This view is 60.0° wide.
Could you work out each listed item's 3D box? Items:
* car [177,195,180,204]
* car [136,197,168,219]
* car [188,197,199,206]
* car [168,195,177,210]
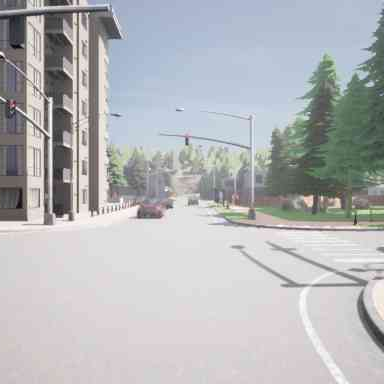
[{"bbox_3d":[-3.287,1.284,60.451,1.882,1.535,5.008,0,0,0],"label":"car"},{"bbox_3d":[-3.499,1.352,28.929,2.097,1.767,4.553,0,0,0],"label":"car"},{"bbox_3d":[0.196,1.547,55.737,2.033,1.411,5.357,0,0,0],"label":"car"},{"bbox_3d":[-3.439,1.477,43.829,1.882,1.535,5.008,0,0,0],"label":"car"}]
